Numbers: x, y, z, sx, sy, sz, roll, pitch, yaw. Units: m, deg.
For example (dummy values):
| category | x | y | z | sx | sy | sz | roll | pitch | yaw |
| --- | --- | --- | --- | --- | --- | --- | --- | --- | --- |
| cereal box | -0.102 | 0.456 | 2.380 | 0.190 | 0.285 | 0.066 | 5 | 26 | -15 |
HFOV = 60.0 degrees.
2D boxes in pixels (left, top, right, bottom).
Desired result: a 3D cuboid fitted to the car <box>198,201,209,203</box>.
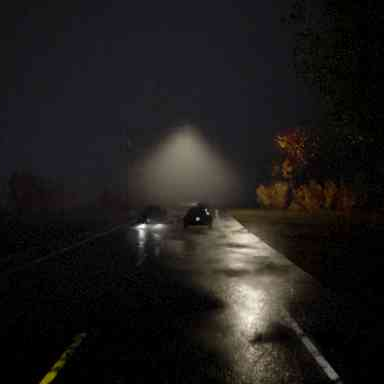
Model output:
| category | x | y | z | sx | sy | sz | roll | pitch | yaw |
| --- | --- | --- | --- | --- | --- | --- | --- | --- | --- |
| car | 1.396 | 1.809 | 41.230 | 1.812 | 1.442 | 4.674 | 0 | 0 | 4 |

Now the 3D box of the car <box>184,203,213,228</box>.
| category | x | y | z | sx | sy | sz | roll | pitch | yaw |
| --- | --- | --- | --- | --- | --- | --- | --- | --- | --- |
| car | 0.454 | 1.731 | 23.611 | 1.994 | 1.385 | 4.181 | 0 | 0 | 2 |

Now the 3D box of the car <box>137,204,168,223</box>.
| category | x | y | z | sx | sy | sz | roll | pitch | yaw |
| --- | --- | --- | --- | --- | --- | --- | --- | --- | --- |
| car | -3.109 | 1.741 | 27.472 | 2.033 | 1.411 | 5.357 | 0 | 0 | 3 |
